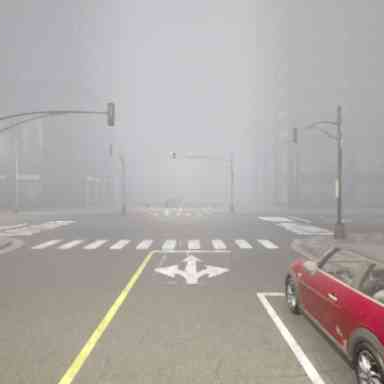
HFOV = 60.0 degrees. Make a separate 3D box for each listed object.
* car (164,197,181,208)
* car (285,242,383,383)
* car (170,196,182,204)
[{"bbox_3d":[-3.119,1.622,50.028,1.837,1.490,4.892,0,0,0],"label":"car"},{"bbox_3d":[2.755,1.449,4.923,1.967,1.590,4.097,0,0,0],"label":"car"},{"bbox_3d":[-3.133,1.670,67.109,2.128,1.511,4.902,0,0,0],"label":"car"}]
